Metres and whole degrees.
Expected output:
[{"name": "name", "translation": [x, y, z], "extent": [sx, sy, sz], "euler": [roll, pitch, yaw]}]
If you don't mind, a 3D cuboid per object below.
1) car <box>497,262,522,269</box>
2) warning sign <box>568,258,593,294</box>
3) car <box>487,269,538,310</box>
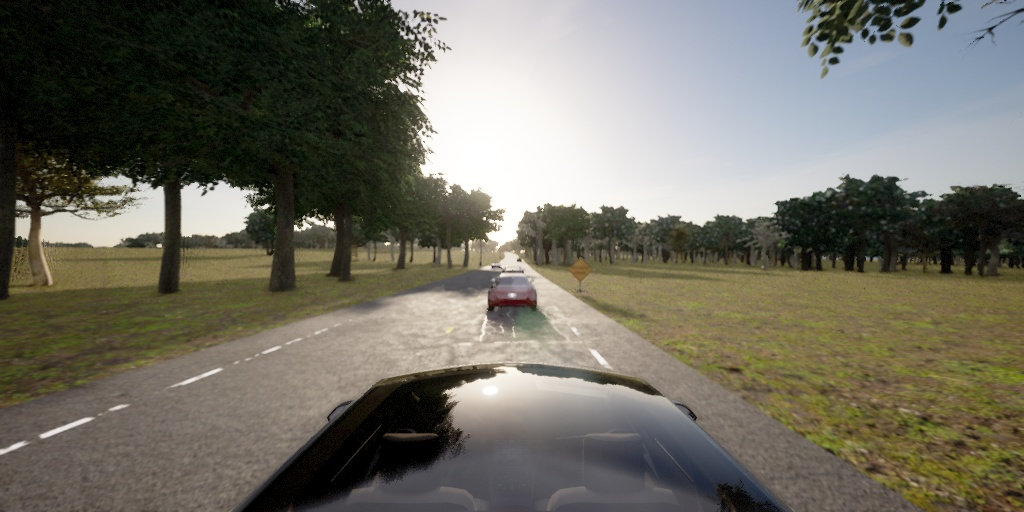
[{"name": "car", "translation": [0.116, 1.487, 30.314], "extent": [2.128, 1.511, 4.902], "euler": [0, 0, 1]}, {"name": "warning sign", "translation": [3.580, 1.017, 18.918], "extent": [1.300, 1.860, 1.060], "euler": [0, 0, 0]}, {"name": "car", "translation": [0.040, 1.435, 15.308], "extent": [1.994, 1.385, 4.181], "euler": [0, 0, 1]}]
